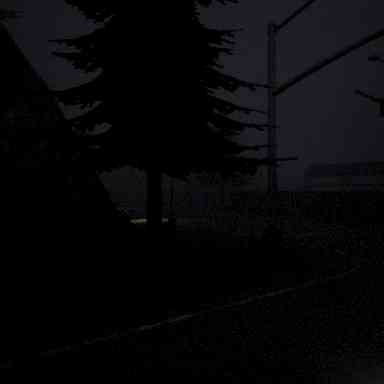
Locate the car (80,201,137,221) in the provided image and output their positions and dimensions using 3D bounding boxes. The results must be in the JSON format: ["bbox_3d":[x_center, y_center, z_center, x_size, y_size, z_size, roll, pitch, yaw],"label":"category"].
[{"bbox_3d":[-6.611,1.432,26.242,4.674,1.442,1.812,0,1,20],"label":"car"}]
